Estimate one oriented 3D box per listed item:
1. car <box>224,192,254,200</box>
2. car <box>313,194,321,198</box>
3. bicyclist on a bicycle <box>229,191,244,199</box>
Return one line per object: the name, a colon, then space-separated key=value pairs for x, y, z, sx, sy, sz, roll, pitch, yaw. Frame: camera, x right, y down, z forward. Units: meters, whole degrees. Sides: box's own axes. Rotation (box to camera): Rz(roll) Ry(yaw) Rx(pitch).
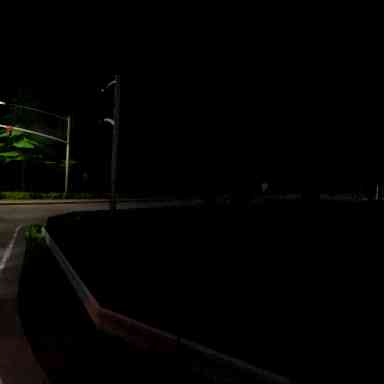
car: x=5.616 y=0.732 z=39.215 sx=2.128 sy=1.511 sz=4.902 roll=5 pitch=3 yaw=39
car: x=21.984 y=0.689 z=60.346 sx=1.837 sy=1.490 sz=4.892 roll=5 pitch=2 yaw=37
bicyclist on a bicycle: x=4.422 y=0.693 z=31.886 sx=1.656 sy=1.620 sz=0.582 roll=41 pitch=23 yaw=28
